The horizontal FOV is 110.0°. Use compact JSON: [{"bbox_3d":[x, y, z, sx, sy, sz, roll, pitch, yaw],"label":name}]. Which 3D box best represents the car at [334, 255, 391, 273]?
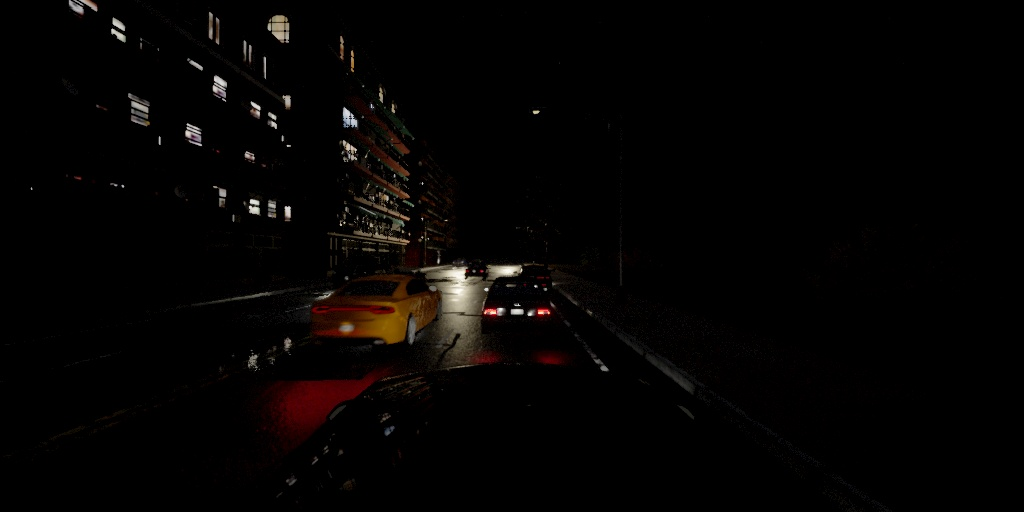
[{"bbox_3d":[-9.810,0.973,24.042,2.150,2.045,5.566,0,0,0],"label":"car"}]

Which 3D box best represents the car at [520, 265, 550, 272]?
[{"bbox_3d":[1.171,1.257,20.240,1.837,1.490,4.892,0,0,0],"label":"car"}]

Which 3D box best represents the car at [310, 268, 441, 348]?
[{"bbox_3d":[-3.139,1.229,9.299,1.882,1.535,5.008,0,0,0],"label":"car"}]

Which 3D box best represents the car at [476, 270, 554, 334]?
[{"bbox_3d":[0.117,1.299,10.551,2.033,1.411,5.357,0,0,0],"label":"car"}]

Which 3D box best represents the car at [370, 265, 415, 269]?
[{"bbox_3d":[-6.563,1.353,21.612,1.895,1.301,4.718,0,0,0],"label":"car"}]

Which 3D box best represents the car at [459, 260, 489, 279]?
[{"bbox_3d":[-3.092,1.299,31.909,2.033,1.411,5.357,0,0,0],"label":"car"}]
